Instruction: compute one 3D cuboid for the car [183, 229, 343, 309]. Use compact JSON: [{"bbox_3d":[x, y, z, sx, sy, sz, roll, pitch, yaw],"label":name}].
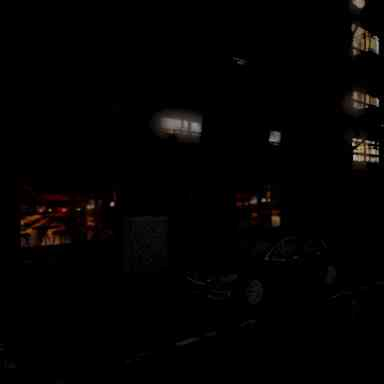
[{"bbox_3d":[1.834,1.609,7.886,4.403,1.369,2.008,1,-1,-36],"label":"car"}]
